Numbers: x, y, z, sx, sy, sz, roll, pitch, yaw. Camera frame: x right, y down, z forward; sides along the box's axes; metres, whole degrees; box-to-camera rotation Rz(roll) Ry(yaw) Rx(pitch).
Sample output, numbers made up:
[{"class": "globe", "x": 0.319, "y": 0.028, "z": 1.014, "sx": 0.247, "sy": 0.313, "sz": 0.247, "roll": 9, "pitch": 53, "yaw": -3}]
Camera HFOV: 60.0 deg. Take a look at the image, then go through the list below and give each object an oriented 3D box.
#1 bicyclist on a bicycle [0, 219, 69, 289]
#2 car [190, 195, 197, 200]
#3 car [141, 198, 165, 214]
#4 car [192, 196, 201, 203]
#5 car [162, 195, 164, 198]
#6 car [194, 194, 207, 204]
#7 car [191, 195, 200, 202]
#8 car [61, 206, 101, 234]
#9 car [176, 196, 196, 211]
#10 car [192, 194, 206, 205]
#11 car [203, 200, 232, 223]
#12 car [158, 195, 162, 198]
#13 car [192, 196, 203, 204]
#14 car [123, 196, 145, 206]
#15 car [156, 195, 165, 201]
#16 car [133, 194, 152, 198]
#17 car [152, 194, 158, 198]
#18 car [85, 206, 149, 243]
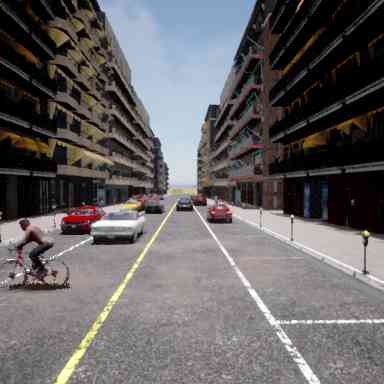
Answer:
[{"class": "bicyclist on a bicycle", "x": -3.694, "y": 1.451, "z": 7.722, "sx": 1.656, "sy": 1.620, "sz": 0.582, "roll": -2, "pitch": 0, "yaw": -1}, {"class": "car", "x": 0.372, "y": 1.462, "z": 93.271, "sx": 1.947, "sy": 1.339, "sz": 4.313, "roll": -1, "pitch": 0, "yaw": -1}, {"class": "car", "x": -3.948, "y": 1.575, "z": 35.340, "sx": 1.895, "sy": 1.301, "sz": 4.718, "roll": 0, "pitch": 0, "yaw": -1}, {"class": "car", "x": 0.908, "y": 1.479, "z": 70.620, "sx": 1.887, "sy": 1.381, "sz": 4.507, "roll": -1, "pitch": 0, "yaw": -1}, {"class": "car", "x": -7.435, "y": 1.479, "z": 70.349, "sx": 1.887, "sy": 1.381, "sz": 4.507, "roll": -1, "pitch": 0, "yaw": -1}, {"class": "car", "x": 1.332, "y": 1.272, "z": 53.630, "sx": 2.192, "sy": 1.841, "sz": 5.009, "roll": -1, "pitch": 0, "yaw": -1}, {"class": "car", "x": 0.771, "y": 1.491, "z": 76.282, "sx": 1.947, "sy": 1.339, "sz": 4.313, "roll": -1, "pitch": 0, "yaw": -1}, {"class": "car", "x": -6.149, "y": 1.533, "z": 19.385, "sx": 1.887, "sy": 1.381, "sz": 4.507, "roll": -1, "pitch": 0, "yaw": -1}, {"class": "car", "x": -0.861, "y": 1.535, "z": 39.810, "sx": 1.994, "sy": 1.385, "sz": 4.181, "roll": 0, "pitch": 0, "yaw": -1}, {"class": "car", "x": 1.190, "y": 1.265, "z": 59.294, "sx": 2.192, "sy": 1.841, "sz": 5.009, "roll": -1, "pitch": 0, "yaw": -1}, {"class": "car", "x": 2.051, "y": 1.565, "z": 25.319, "sx": 1.802, "sy": 1.307, "sz": 4.206, "roll": -1, "pitch": 0, "yaw": -1}, {"class": "car", "x": -7.153, "y": 1.265, "z": 59.023, "sx": 2.192, "sy": 1.841, "sz": 5.009, "roll": -1, "pitch": 0, "yaw": -1}, {"class": "car", "x": 1.051, "y": 1.508, "z": 64.957, "sx": 1.947, "sy": 1.339, "sz": 4.313, "roll": -1, "pitch": 0, "yaw": -1}, {"class": "car", "x": -6.575, "y": 1.499, "z": 36.202, "sx": 1.752, "sy": 1.417, "sz": 4.829, "roll": -1, "pitch": 0, "yaw": -1}, {"class": "car", "x": -7.720, "y": 1.481, "z": 81.677, "sx": 1.947, "sy": 1.339, "sz": 4.313, "roll": -1, "pitch": 0, "yaw": -1}, {"class": "car", "x": -6.725, "y": 1.284, "z": 42.035, "sx": 2.192, "sy": 1.841, "sz": 5.009, "roll": -1, "pitch": 0, "yaw": -1}, {"class": "car", "x": -7.007, "y": 1.501, "z": 53.362, "sx": 1.887, "sy": 1.381, "sz": 4.507, "roll": -1, "pitch": 0, "yaw": -1}, {"class": "car", "x": -3.463, "y": 1.591, "z": 16.275, "sx": 1.895, "sy": 1.301, "sz": 4.718, "roll": 0, "pitch": 0, "yaw": -1}]
